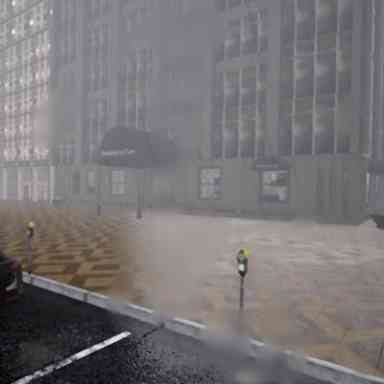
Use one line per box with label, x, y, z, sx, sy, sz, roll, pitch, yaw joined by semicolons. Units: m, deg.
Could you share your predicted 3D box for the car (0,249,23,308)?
car;-4.975;1.462;6.441;4.313;1.339;1.947;1;1;36
